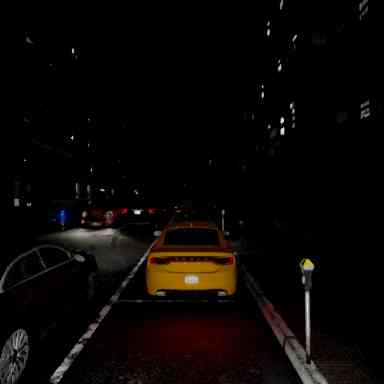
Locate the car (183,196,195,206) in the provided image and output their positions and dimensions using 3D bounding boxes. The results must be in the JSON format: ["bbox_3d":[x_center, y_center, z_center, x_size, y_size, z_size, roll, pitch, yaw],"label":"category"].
[{"bbox_3d":[-0.473,1.553,59.411,1.967,1.590,4.097,1,0,0],"label":"car"}]

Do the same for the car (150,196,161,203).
[{"bbox_3d":[-8.323,1.725,76.059,1.887,1.381,4.507,1,0,0],"label":"car"}]

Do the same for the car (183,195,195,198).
[{"bbox_3d":[-0.429,1.490,37.286,1.967,1.590,4.097,1,0,0],"label":"car"}]

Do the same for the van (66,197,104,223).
[{"bbox_3d":[-8.313,1.368,26.285,1.690,1.788,3.998,1,0,0],"label":"van"}]

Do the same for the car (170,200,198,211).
[{"bbox_3d":[-0.438,1.572,26.224,1.887,1.381,4.507,1,0,0],"label":"car"}]

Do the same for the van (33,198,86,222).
[{"bbox_3d":[-8.312,1.358,20.753,1.690,1.788,3.998,2,0,0],"label":"van"}]

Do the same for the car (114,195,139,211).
[{"bbox_3d":[-8.314,1.379,42.876,2.192,1.841,5.009,1,0,0],"label":"car"}]

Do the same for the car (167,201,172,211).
[{"bbox_3d":[-2.924,1.650,37.173,1.895,1.301,4.718,0,0,0],"label":"car"}]

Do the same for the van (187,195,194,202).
[{"bbox_3d":[-0.473,1.575,87.068,1.690,1.788,3.998,1,0,0],"label":"van"}]

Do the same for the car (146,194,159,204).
[{"bbox_3d":[-8.317,1.471,70.528,2.192,1.841,5.009,1,0,0],"label":"car"}]

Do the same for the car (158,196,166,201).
[{"bbox_3d":[-8.326,1.846,92.652,1.802,1.307,4.206,1,0,0],"label":"car"}]

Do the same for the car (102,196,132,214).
[{"bbox_3d":[-8.313,1.365,37.346,2.192,1.841,5.009,1,0,0],"label":"car"}]

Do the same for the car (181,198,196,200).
[{"bbox_3d":[-0.438,1.582,31.754,1.887,1.381,4.507,1,0,0],"label":"car"}]

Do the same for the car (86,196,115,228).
[{"bbox_3d":[-5.869,1.372,22.447,2.097,1.767,4.553,0,0,0],"label":"car"}]

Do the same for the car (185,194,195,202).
[{"bbox_3d":[-0.472,1.521,81.536,2.192,1.841,5.009,1,0,0],"label":"car"}]

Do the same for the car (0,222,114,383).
[{"bbox_3d":[-2.923,1.495,5.214,2.128,1.511,4.902,0,0,0],"label":"car"}]

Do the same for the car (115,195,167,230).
[{"bbox_3d":[-3.022,1.239,21.098,2.150,2.045,5.566,0,0,0],"label":"car"}]

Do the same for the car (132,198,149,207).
[{"bbox_3d":[-8.321,1.660,53.938,1.947,1.339,4.313,1,0,0],"label":"car"}]

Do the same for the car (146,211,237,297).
[{"bbox_3d":[-0.006,1.482,8.653,1.882,1.535,5.008,0,0,0],"label":"car"}]
